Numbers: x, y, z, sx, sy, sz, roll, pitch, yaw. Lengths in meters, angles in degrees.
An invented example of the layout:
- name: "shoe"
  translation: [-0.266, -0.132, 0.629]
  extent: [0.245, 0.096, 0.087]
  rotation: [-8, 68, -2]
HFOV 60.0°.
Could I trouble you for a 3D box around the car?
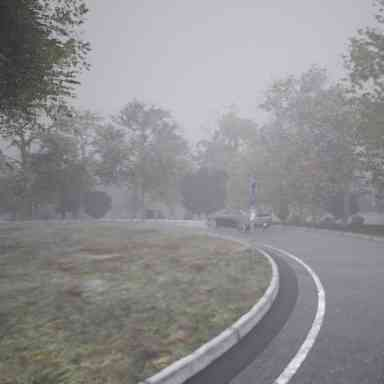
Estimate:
- name: "car"
  translation: [2.957, 1.764, 21.714]
  extent: [2.128, 1.511, 4.902]
  rotation: [0, -1, -34]
